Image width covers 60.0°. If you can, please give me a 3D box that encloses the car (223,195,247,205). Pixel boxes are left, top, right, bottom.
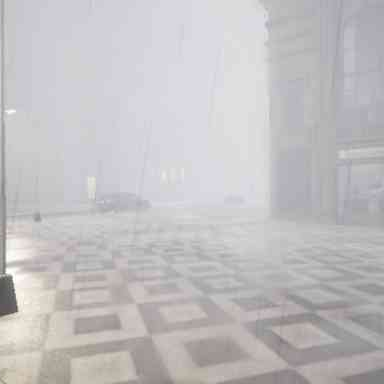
[{"bbox_3d":[6.463,1.157,49.838,1.837,1.490,4.892,-1,0,36],"label":"car"}]

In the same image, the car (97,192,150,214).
[{"bbox_3d":[-6.424,1.004,31.694,2.150,2.045,5.566,-1,0,36],"label":"car"}]
